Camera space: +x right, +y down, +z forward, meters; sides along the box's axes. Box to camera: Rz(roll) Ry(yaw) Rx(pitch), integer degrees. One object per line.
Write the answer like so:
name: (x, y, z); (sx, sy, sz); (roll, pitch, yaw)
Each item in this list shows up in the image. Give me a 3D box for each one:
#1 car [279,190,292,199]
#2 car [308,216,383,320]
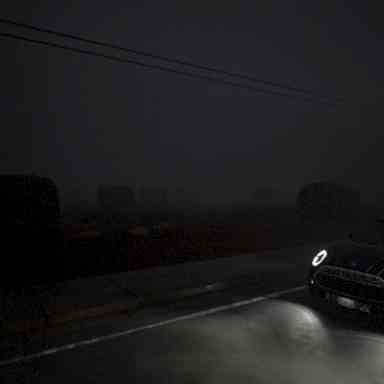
car: (19.672, 0.632, 71.905); (3.866, 1.878, 1.905); (-2, 6, 13)
car: (4.531, 1.290, 6.959); (4.553, 1.767, 2.097); (-1, 0, -33)
